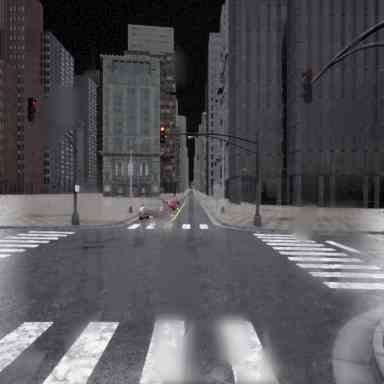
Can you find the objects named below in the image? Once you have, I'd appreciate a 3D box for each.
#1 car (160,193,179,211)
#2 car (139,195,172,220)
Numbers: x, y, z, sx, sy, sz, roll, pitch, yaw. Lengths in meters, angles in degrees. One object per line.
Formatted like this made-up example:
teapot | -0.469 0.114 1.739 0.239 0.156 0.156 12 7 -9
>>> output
car | -3.091 1.220 40.989 2.150 2.045 5.566 0 0 0
car | -3.117 1.350 27.817 2.097 1.767 4.553 0 0 1
